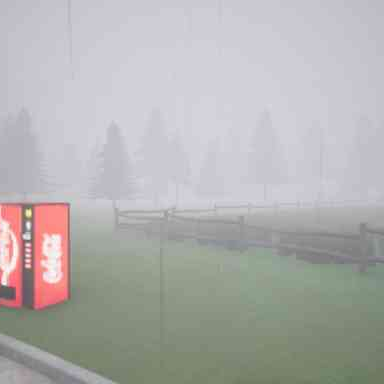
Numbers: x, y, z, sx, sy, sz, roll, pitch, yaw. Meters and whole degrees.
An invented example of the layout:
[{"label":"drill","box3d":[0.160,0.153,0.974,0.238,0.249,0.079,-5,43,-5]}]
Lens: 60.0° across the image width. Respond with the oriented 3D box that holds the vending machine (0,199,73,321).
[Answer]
[{"label":"vending machine","box3d":[-3.070,1.195,6.483,0.880,2.100,1.100,0,0,32]}]
